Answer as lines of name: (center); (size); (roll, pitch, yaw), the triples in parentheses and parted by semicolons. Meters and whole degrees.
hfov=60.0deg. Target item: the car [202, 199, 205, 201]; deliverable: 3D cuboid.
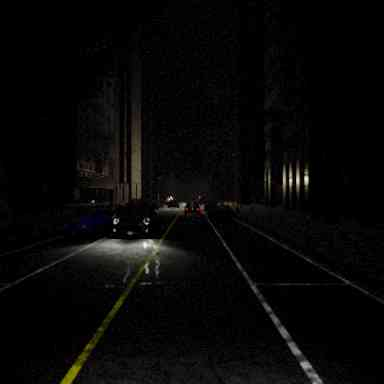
car: (2.633, 1.990, 46.672); (1.947, 1.339, 4.313); (0, -1, 0)

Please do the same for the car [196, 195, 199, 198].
car: (2.607, 2.121, 80.504); (2.192, 1.841, 5.009); (0, -1, 0)

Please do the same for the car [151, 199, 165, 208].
car: (-5.901, 1.983, 57.959); (1.967, 1.590, 4.097); (0, -1, 0)

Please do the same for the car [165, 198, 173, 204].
car: (-5.923, 2.394, 85.986); (1.752, 1.417, 4.829); (0, -1, 0)

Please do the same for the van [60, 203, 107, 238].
van: (-5.872, 1.498, 18.486); (1.690, 1.788, 3.998); (0, -1, 0)

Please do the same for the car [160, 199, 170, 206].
car: (-5.921, 2.262, 74.673); (1.752, 1.417, 4.829); (0, -1, 1)

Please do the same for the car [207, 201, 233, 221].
car: (2.646, 1.807, 29.756); (1.887, 1.381, 4.507); (0, -1, 0)

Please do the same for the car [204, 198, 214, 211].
car: (2.642, 1.756, 35.396); (1.967, 1.590, 4.097); (0, -1, 0)

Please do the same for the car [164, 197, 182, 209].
car: (-3.122, 2.001, 56.166); (1.882, 1.535, 5.008); (0, -1, 0)

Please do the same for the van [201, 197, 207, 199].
van: (2.628, 1.824, 52.313); (1.690, 1.788, 3.998); (0, -1, 0)

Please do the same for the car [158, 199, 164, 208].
car: (-5.897, 1.923, 52.321); (1.967, 1.590, 4.097); (0, -1, 0)

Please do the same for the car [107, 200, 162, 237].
car: (-3.114, 1.513, 19.023); (2.097, 1.767, 4.553); (0, 0, 0)

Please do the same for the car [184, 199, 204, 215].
car: (0.059, 1.887, 37.889); (2.033, 1.411, 5.357); (0, -1, 0)

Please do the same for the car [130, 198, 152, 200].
car: (-5.884, 1.631, 35.405); (2.192, 1.841, 5.009); (0, -1, 0)

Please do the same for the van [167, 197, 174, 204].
van: (-5.926, 2.275, 91.799); (1.690, 1.788, 3.998); (0, -1, 0)

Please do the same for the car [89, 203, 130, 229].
car: (-5.876, 1.650, 24.124); (1.967, 1.590, 4.097); (0, -1, 0)
